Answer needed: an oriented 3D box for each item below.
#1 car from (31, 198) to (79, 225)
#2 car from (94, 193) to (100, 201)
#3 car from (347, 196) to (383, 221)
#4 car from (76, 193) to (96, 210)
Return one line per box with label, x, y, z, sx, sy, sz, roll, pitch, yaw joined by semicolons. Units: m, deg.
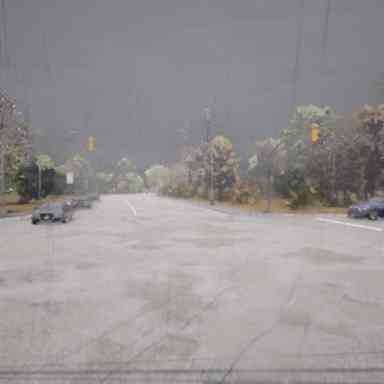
car;-9.008;1.308;21.807;1.994;1.385;4.181;0;1;-10
car;-16.900;0.862;57.514;2.033;1.411;5.357;-1;1;-14
car;13.435;1.062;23.520;4.553;1.767;2.097;1;1;-9
car;-11.642;1.125;35.305;1.994;1.385;4.181;-1;1;-13
